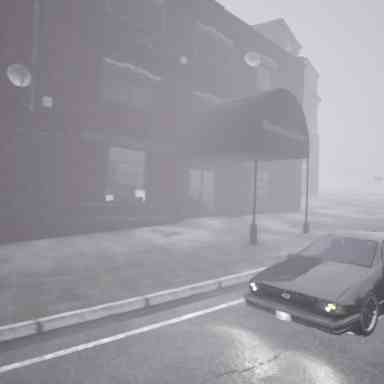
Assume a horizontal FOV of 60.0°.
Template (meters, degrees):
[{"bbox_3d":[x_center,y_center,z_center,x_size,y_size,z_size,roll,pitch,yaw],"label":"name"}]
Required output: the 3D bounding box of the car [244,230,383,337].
[{"bbox_3d":[3.471,1.546,6.925,5.357,1.411,2.033,0,0,-40],"label":"car"}]
